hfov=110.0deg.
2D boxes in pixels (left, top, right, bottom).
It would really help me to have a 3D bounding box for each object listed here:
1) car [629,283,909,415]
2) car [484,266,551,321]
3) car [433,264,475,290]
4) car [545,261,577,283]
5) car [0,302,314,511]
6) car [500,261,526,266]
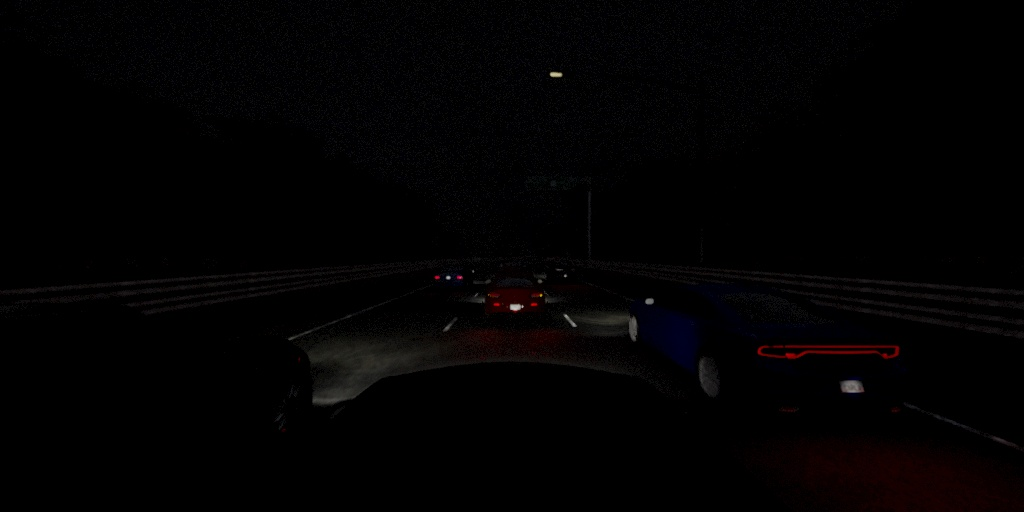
[{"bbox_3d":[3.591,1.204,6.255,1.882,1.535,5.008,0,0,0],"label":"car"},{"bbox_3d":[0.084,1.222,12.095,1.812,1.442,4.674,0,0,0],"label":"car"},{"bbox_3d":[-3.407,1.198,21.687,2.033,1.411,5.357,0,0,0],"label":"car"},{"bbox_3d":[3.594,1.121,26.515,2.128,1.511,4.902,0,0,0],"label":"car"},{"bbox_3d":[-3.420,1.098,2.429,2.097,1.767,4.553,0,0,0],"label":"car"},{"bbox_3d":[0.095,1.100,28.052,1.882,1.535,5.008,0,0,0],"label":"car"}]
